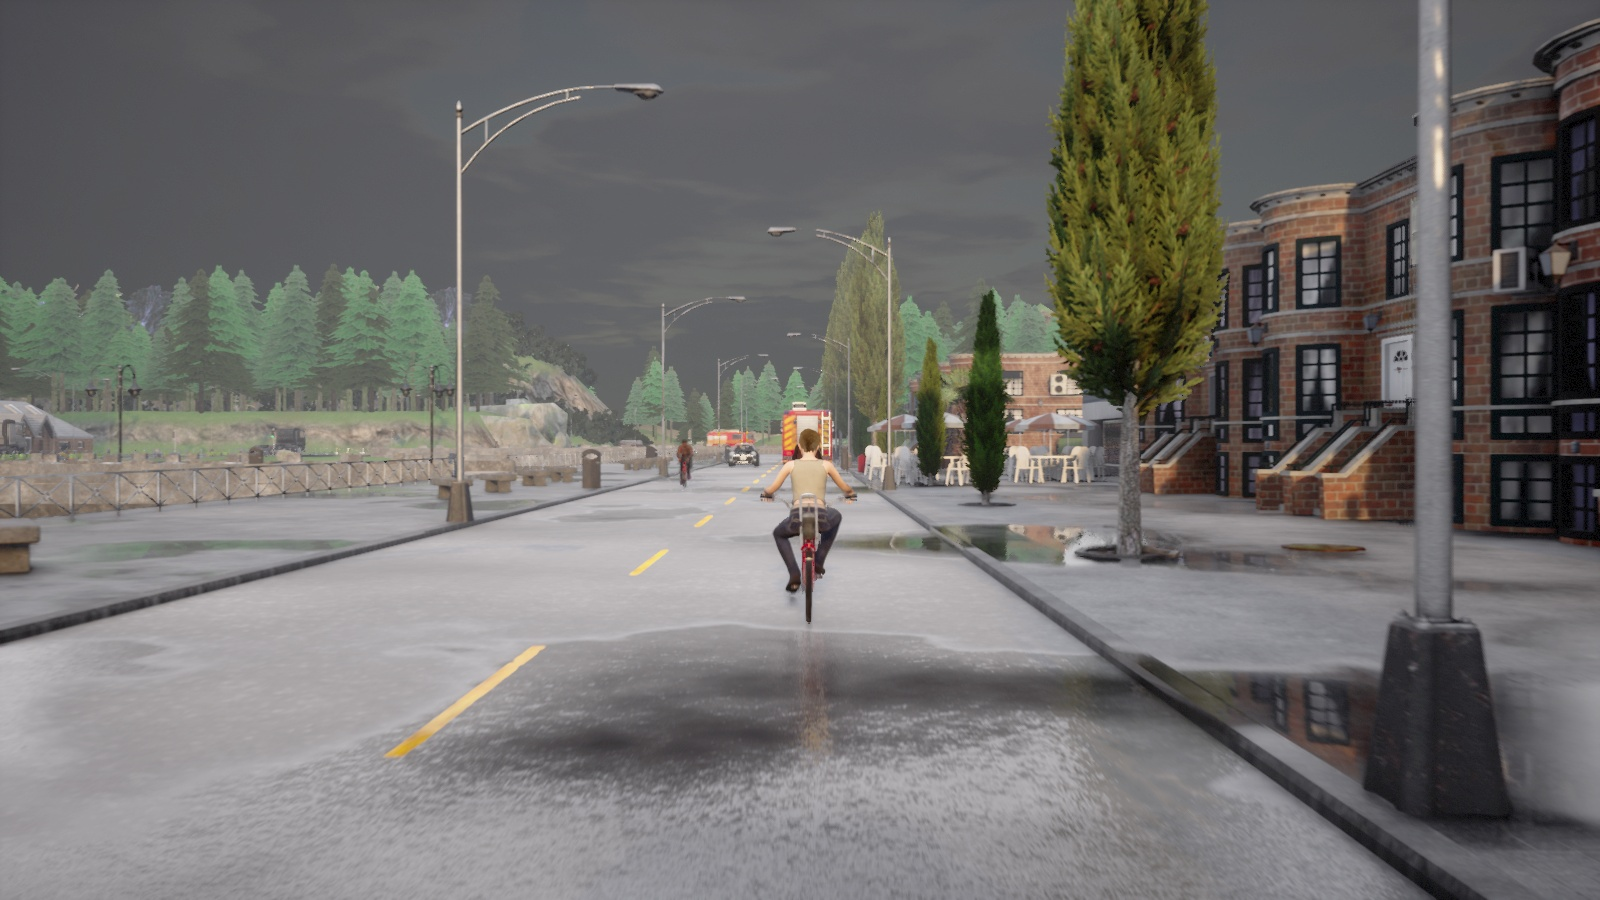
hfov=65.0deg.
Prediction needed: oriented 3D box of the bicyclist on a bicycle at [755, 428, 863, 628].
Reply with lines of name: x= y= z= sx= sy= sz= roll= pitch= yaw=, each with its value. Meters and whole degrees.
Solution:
bicyclist on a bicycle: x=0.076 y=0.622 z=10.839 sx=0.866 sy=1.612 sz=1.509 roll=0 pitch=0 yaw=0

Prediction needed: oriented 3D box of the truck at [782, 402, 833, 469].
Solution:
truck: x=0.433 y=-0.841 z=75.151 sx=2.891 sy=3.827 sz=8.468 roll=0 pitch=0 yaw=0

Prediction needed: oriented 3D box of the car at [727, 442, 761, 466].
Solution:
car: x=-3.543 y=0.261 z=79.490 sx=1.970 sy=1.475 sz=3.806 roll=0 pitch=0 yaw=0
